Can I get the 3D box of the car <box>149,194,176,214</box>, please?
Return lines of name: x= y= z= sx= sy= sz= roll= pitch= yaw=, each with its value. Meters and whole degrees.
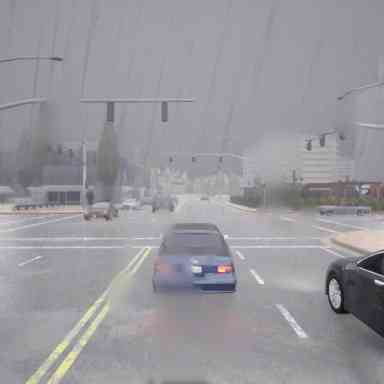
car: x=-3.274 y=1.223 z=36.373 sx=2.150 sy=2.045 sz=5.566 roll=0 pitch=0 yaw=-6

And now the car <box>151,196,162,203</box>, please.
car: x=-7.212 y=1.506 z=68.065 sx=1.837 sy=1.490 sz=4.892 roll=0 pitch=0 yaw=0

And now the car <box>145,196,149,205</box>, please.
car: x=-7.256 y=1.502 z=53.906 sx=1.837 sy=1.490 sz=4.892 roll=0 pitch=1 yaw=0

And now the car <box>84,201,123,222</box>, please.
car: x=-7.182 y=1.525 z=26.790 sx=1.812 sy=1.442 sz=4.674 roll=0 pitch=0 yaw=0

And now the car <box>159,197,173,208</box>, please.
car: x=-3.742 y=1.526 z=48.637 sx=1.812 sy=1.442 sz=4.674 roll=0 pitch=0 yaw=0

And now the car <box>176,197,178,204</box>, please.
car: x=-3.742 y=1.507 z=64.053 sx=1.837 sy=1.490 sz=4.892 roll=0 pitch=-1 yaw=0

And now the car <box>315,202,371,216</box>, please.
car: x=14.351 y=1.601 z=31.871 sx=4.718 sy=1.301 sz=1.895 roll=0 pitch=0 yaw=1

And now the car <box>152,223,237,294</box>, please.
car: x=0.055 y=1.547 z=8.952 sx=2.033 sy=1.411 sz=5.357 roll=0 pitch=0 yaw=0

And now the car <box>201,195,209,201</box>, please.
car: x=3.245 y=1.553 z=84.630 sx=1.994 sy=1.385 sz=4.181 roll=0 pitch=0 yaw=0

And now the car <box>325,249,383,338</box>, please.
car: x=3.548 y=1.505 z=4.706 sx=1.837 sy=1.490 sz=4.892 roll=0 pitch=0 yaw=0

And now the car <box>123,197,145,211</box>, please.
car: x=-7.397 y=1.526 z=40.379 sx=1.812 sy=1.442 sz=4.674 roll=0 pitch=0 yaw=3
